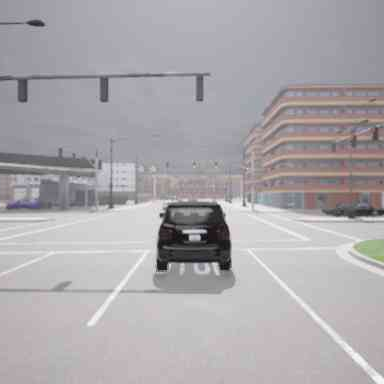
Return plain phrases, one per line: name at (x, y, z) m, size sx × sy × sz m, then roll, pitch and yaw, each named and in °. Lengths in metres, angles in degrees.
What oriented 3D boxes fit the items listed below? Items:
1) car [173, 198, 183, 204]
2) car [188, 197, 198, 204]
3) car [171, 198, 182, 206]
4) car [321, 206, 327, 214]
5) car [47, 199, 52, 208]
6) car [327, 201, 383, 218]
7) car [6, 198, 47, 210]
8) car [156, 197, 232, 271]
car at (-3.307, 2.156, 80.669) m, size 2.128 × 1.511 × 4.902 m, roll 0°, pitch 0°, yaw 0°
car at (0.228, 1.981, 76.395) m, size 2.128 × 1.511 × 4.902 m, roll 0°, pitch 0°, yaw 0°
car at (-3.223, 2.100, 70.340) m, size 2.033 × 1.411 × 5.357 m, roll 0°, pitch 0°, yaw 0°
car at (16.693, 1.797, 36.353) m, size 4.892 × 1.490 × 1.837 m, roll 0°, pitch 0°, yaw 0°
car at (-24.016, 1.868, 52.042) m, size 3.806 × 1.475 × 1.970 m, roll 0°, pitch 0°, yaw 1°
car at (16.310, 1.865, 32.877) m, size 4.718 × 1.301 × 1.895 m, roll 0°, pitch 0°, yaw -3°
car at (-23.301, 1.662, 46.293) m, size 4.611 × 1.667 × 2.242 m, roll 0°, pitch 0°, yaw 1°
car at (0.023, 1.313, 11.387) m, size 2.150 × 2.045 × 5.566 m, roll 0°, pitch -1°, yaw -1°
